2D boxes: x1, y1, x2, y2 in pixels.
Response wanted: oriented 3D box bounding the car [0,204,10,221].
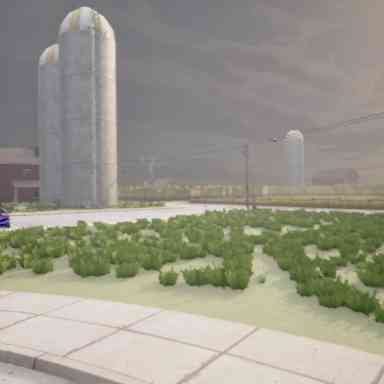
[{"bbox_3d":[-13.841,1.620,22.803,2.242,1.667,4.611,-1,0,-36],"label":"car"}]
